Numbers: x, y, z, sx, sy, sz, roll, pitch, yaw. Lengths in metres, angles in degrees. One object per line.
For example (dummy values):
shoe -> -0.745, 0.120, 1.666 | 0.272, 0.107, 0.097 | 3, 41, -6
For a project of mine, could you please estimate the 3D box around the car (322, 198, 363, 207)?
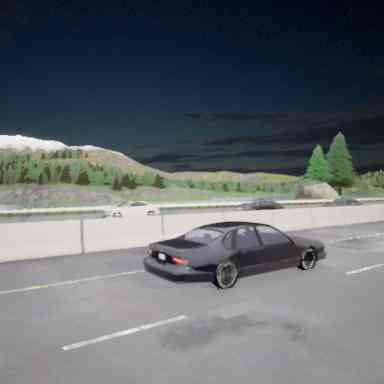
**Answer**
car -> 14.012, 1.337, 30.847 | 4.892, 1.490, 1.837 | 0, 0, -35

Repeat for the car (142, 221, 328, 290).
car -> 1.374, 1.504, 8.985 | 5.357, 1.411, 2.033 | 0, 0, -35

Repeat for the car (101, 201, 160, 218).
car -> -4.779, 1.418, 26.281 | 4.674, 1.442, 1.812 | 0, 0, -35

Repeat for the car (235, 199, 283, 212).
car -> 5.933, 1.345, 29.517 | 4.902, 1.511, 2.128 | 0, 0, -35
